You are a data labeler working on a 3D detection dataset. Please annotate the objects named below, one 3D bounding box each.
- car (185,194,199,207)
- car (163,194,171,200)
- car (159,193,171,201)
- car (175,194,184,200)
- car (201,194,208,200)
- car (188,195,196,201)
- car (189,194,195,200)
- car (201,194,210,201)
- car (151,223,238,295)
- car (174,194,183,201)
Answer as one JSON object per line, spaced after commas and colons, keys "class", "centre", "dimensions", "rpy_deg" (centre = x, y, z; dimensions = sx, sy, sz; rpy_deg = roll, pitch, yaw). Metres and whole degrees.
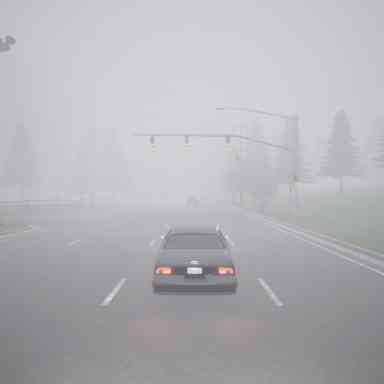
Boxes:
{"class": "car", "centre": [0.009, 1.352, 52.891], "dimensions": [2.097, 1.767, 4.553], "rpy_deg": [0, 0, 0]}
{"class": "car", "centre": [-6.981, 1.385, 93.955], "dimensions": [1.994, 1.385, 4.181], "rpy_deg": [0, 0, 0]}
{"class": "car", "centre": [-6.983, 1.217, 83.565], "dimensions": [2.150, 2.045, 5.566], "rpy_deg": [0, 0, 0]}
{"class": "car", "centre": [-3.481, 1.357, 93.955], "dimensions": [2.128, 1.511, 4.902], "rpy_deg": [0, 0, 0]}
{"class": "car", "centre": [3.519, 1.310, 93.953], "dimensions": [1.882, 1.535, 5.008], "rpy_deg": [0, 0, 0]}
{"class": "car", "centre": [0.017, 1.531, 83.534], "dimensions": [2.033, 1.411, 5.357], "rpy_deg": [0, 0, 0]}
{"class": "car", "centre": [0.019, 1.310, 93.954], "dimensions": [1.882, 1.535, 5.008], "rpy_deg": [0, 0, 0]}
{"class": "car", "centre": [3.517, 1.492, 83.533], "dimensions": [1.837, 1.490, 4.892], "rpy_deg": [0, 0, 0]}
{"class": "car", "centre": [0.068, 1.547, 8.852], "dimensions": [2.033, 1.411, 5.357], "rpy_deg": [0, 0, 0]}
{"class": "car", "centre": [-3.483, 1.517, 83.951], "dimensions": [1.812, 1.442, 4.674], "rpy_deg": [0, 0, 0]}
